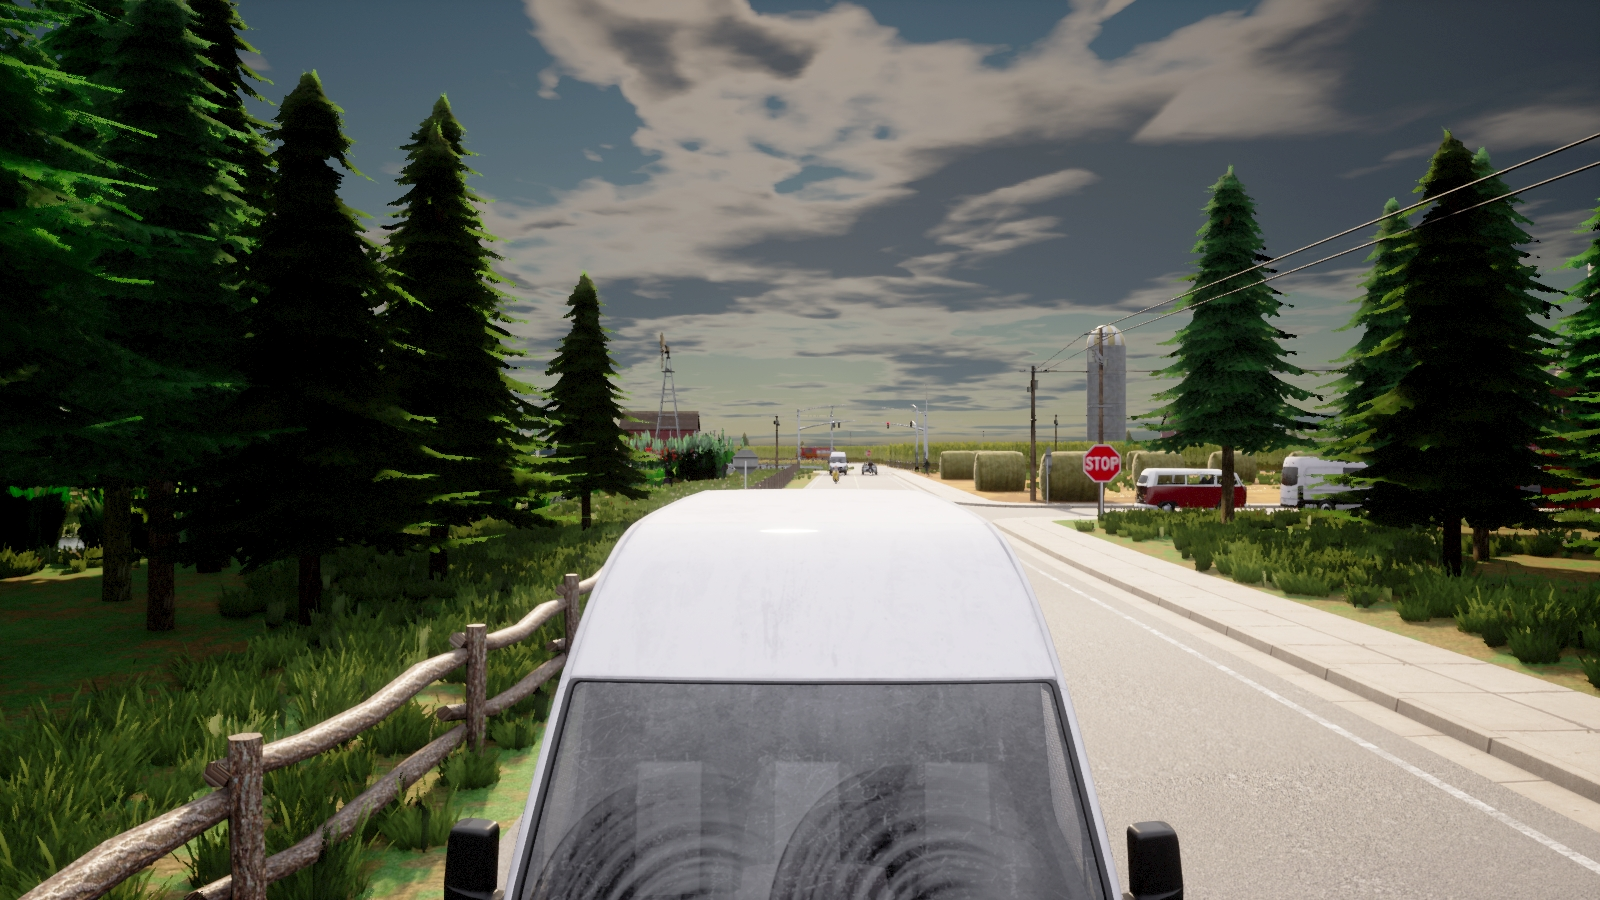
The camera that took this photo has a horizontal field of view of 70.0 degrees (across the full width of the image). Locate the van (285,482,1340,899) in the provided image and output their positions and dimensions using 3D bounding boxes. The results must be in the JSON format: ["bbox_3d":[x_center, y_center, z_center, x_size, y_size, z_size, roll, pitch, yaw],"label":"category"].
[{"bbox_3d":[0.056,1.508,5.110,1.988,2.561,5.915,0,0,1],"label":"van"}]

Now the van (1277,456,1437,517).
[{"bbox_3d":[23.869,1.534,49.092,5.915,2.561,1.988,0,0,-1],"label":"van"}]

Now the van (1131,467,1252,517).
[{"bbox_3d":[16.767,1.783,49.041,4.480,2.038,2.069,0,0,0],"label":"van"}]
